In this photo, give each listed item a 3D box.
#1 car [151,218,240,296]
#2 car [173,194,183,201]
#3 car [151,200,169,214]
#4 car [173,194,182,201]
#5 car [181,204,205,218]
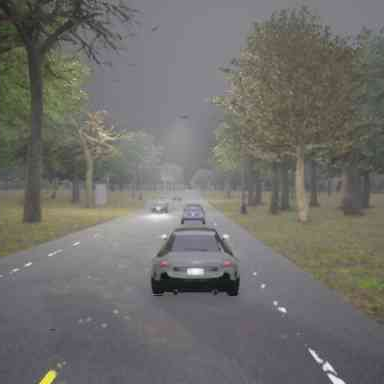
[{"bbox_3d":[0.079,1.629,8.901,1.994,1.385,4.181,0,0,0],"label":"car"},{"bbox_3d":[-3.453,1.260,81.545,2.128,1.511,4.902,0,1,0],"label":"car"},{"bbox_3d":[-3.644,1.633,38.476,2.128,1.511,4.902,0,0,-1],"label":"car"},{"bbox_3d":[-3.319,1.327,74.023,1.994,1.385,4.181,0,1,-2],"label":"car"},{"bbox_3d":[0.100,1.689,26.495,2.033,1.411,5.357,0,0,0],"label":"car"}]
